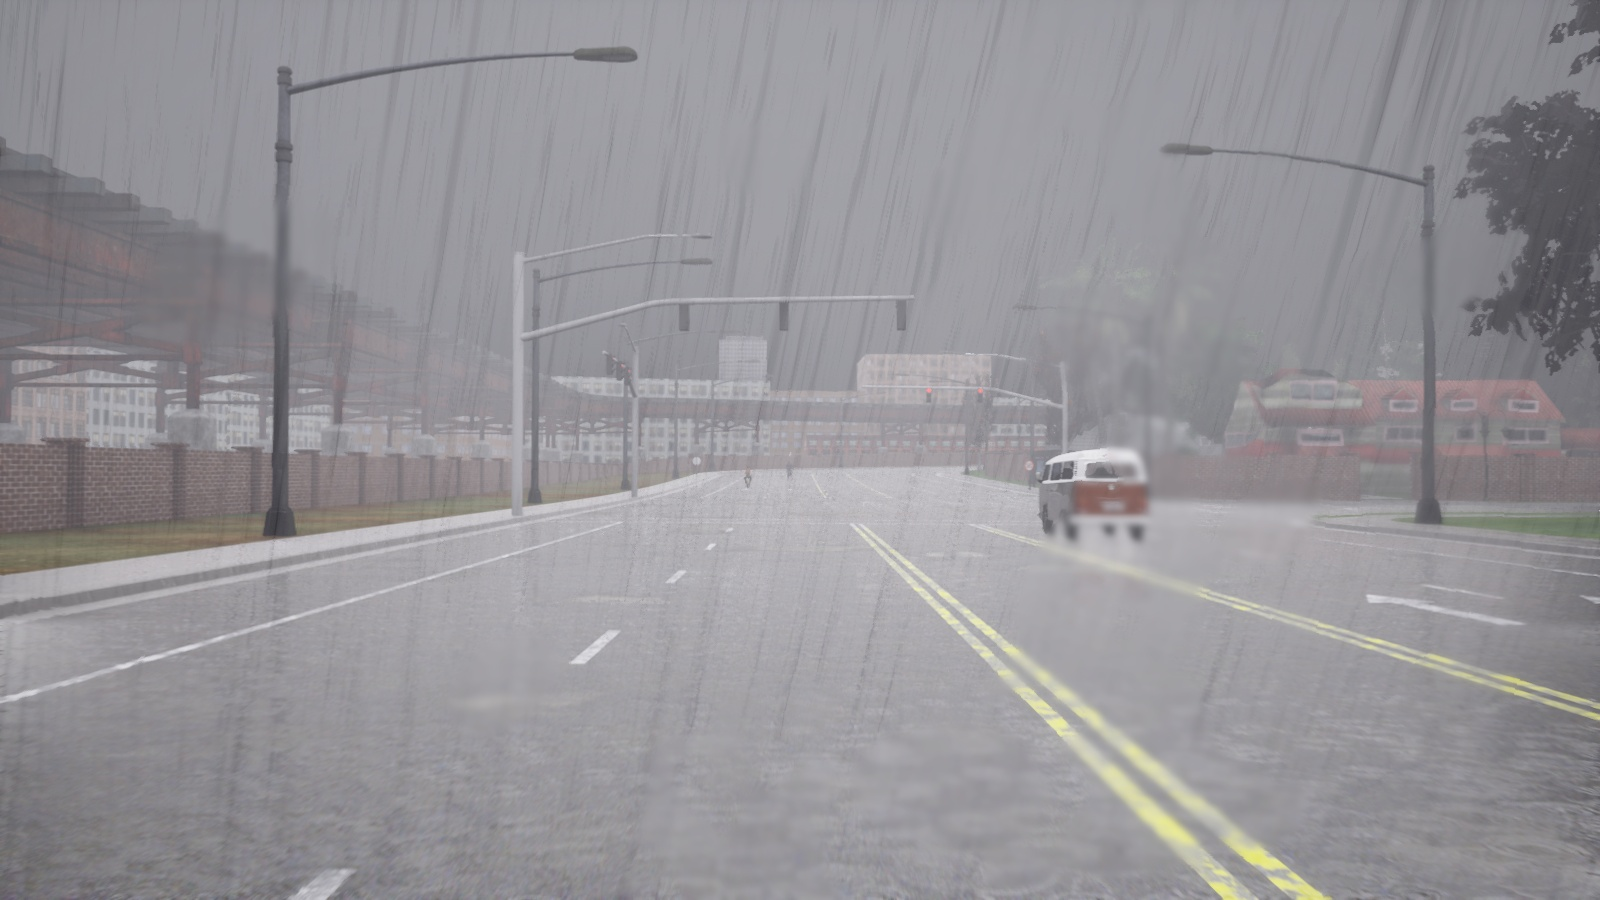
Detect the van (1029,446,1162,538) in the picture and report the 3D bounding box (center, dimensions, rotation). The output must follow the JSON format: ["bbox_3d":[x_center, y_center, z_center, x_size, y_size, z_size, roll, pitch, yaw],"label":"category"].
[{"bbox_3d":[6.928,1.006,29.964,2.069,2.038,4.480,0,-2,0],"label":"van"}]
